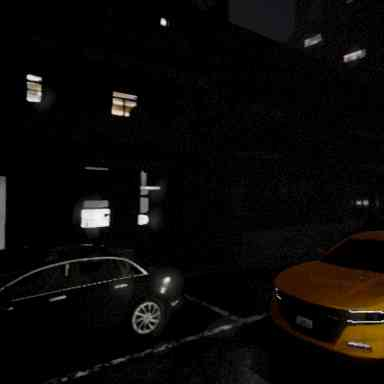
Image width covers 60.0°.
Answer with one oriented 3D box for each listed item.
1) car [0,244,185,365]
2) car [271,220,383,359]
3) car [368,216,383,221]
[{"bbox_3d":[-2.173,1.549,4.996,4.403,1.369,2.008,0,1,-36],"label":"car"},{"bbox_3d":[3.537,1.466,5.903,5.008,1.535,1.882,0,0,-36],"label":"car"},{"bbox_3d":[6.894,1.543,11.468,4.313,1.339,1.947,0,1,-36],"label":"car"}]
